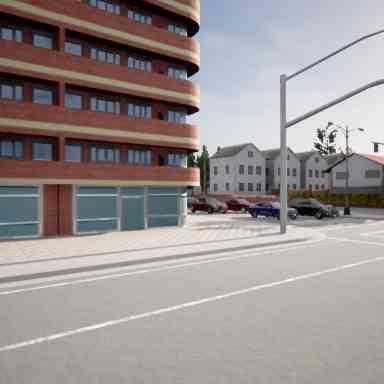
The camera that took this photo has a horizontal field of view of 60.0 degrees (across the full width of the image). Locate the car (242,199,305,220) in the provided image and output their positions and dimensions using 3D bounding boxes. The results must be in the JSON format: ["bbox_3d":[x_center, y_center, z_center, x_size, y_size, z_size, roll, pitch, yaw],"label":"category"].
[{"bbox_3d":[6.792,1.526,28.178,1.812,1.442,4.674,0,0,-35],"label":"car"}]

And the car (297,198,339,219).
[{"bbox_3d":[10.427,1.352,29.072,2.097,1.767,4.553,0,0,-35],"label":"car"}]

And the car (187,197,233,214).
[{"bbox_3d":[1.795,1.352,35.374,2.097,1.767,4.553,0,0,-34],"label":"car"}]

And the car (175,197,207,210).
[{"bbox_3d":[-0.210,1.505,44.434,1.837,1.490,4.892,0,0,-35],"label":"car"}]

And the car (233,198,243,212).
[{"bbox_3d":[5.174,1.478,36.646,1.882,1.535,5.008,0,0,-35],"label":"car"}]
